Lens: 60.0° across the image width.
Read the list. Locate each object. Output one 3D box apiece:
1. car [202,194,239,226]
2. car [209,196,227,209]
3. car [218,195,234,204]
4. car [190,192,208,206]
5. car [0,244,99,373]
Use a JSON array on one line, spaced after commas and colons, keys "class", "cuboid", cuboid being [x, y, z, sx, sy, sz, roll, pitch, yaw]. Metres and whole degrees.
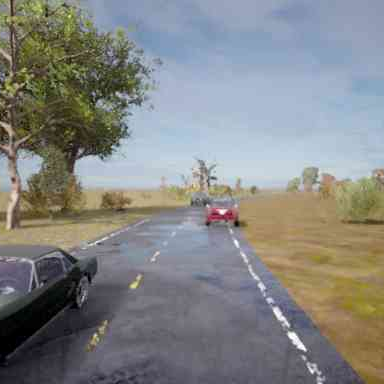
[{"class": "car", "cuboid": [1.996, 1.240, 22.280, 2.097, 1.767, 4.553, 0, 0, 5]}, {"class": "car", "cuboid": [3.404, 1.281, 42.968, 1.837, 1.490, 4.892, 0, 0, 10]}, {"class": "car", "cuboid": [5.931, 1.245, 57.244, 2.033, 1.411, 5.357, 0, 0, 13]}, {"class": "car", "cuboid": [1.214, 0.970, 48.313, 2.150, 2.045, 5.566, 0, 0, 10]}, {"class": "car", "cuboid": [-3.004, 1.571, 5.005, 1.895, 1.301, 4.718, 0, 0, 1]}]
